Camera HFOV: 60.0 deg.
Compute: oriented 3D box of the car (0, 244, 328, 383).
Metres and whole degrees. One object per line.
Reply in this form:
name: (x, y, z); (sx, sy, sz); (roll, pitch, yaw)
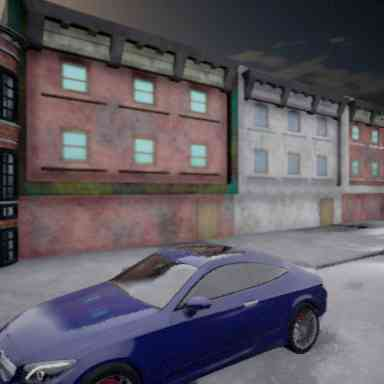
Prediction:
car: (0.001, 1.516, 4.584); (4.674, 1.442, 1.812); (0, 0, -35)
